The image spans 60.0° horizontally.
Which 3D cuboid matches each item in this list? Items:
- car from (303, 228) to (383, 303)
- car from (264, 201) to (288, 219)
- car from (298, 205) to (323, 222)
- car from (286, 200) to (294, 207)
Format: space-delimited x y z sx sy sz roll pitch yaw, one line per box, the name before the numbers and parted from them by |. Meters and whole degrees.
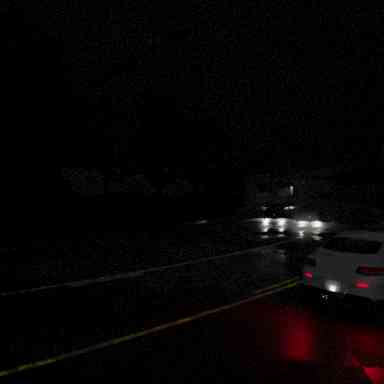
car | 4.331 1.588 7.888 4.674 1.442 1.812 0 -1 -44
car | 8.600 1.945 34.203 1.812 1.442 4.674 -1 -1 18
car | 10.638 1.892 29.785 1.994 1.385 4.181 -1 -1 22
car | 20.224 2.400 69.695 1.994 1.385 4.181 -1 -1 12
